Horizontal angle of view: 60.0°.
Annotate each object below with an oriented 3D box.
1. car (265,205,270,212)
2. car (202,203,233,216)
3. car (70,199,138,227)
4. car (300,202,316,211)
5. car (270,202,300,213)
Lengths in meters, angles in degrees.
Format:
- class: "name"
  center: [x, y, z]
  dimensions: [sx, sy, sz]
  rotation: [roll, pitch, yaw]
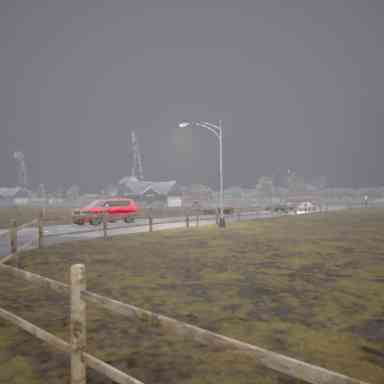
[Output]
- class: "car"
  center: [13.382, 2.533, 54.021]
  dimensions: [1.994, 1.385, 4.181]
  rotation: [-2, -2, 36]
- class: "car"
  center: [3.107, 2.092, 39.826]
  dimensions: [1.882, 1.535, 5.008]
  rotation: [-2, -2, 36]
- class: "car"
  center: [-6.739, 1.553, 26.089]
  dimensions: [2.150, 2.045, 5.566]
  rotation: [-2, -2, 36]
- class: "car"
  center: [19.455, 2.454, 56.324]
  dimensions: [1.812, 1.442, 4.674]
  rotation: [-2, -2, 36]
- class: "car"
  center: [13.438, 2.243, 47.919]
  dimensions: [1.837, 1.490, 4.892]
  rotation: [-2, -2, 36]
